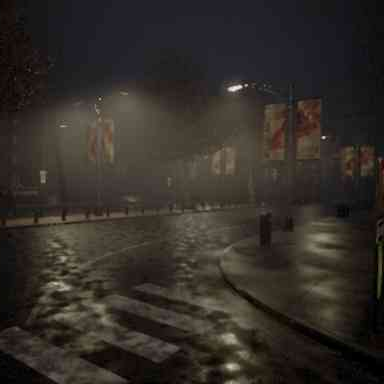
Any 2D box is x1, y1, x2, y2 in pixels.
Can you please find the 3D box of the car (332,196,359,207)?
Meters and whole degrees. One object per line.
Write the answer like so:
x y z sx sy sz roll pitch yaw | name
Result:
21.153 1.311 45.952 4.674 1.442 1.812 1 1 -36 | car

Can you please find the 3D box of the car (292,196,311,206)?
15.770 1.251 47.657 1.895 1.301 4.718 2 1 30 | car

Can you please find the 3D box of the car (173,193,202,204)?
-0.474 0.873 44.190 1.837 1.490 4.892 2 0 35 | car

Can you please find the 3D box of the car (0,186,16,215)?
-15.292 0.581 23.192 2.150 2.045 5.566 2 1 35 | car
